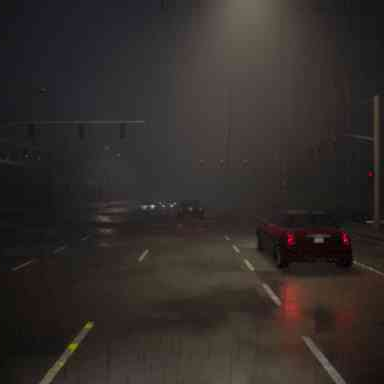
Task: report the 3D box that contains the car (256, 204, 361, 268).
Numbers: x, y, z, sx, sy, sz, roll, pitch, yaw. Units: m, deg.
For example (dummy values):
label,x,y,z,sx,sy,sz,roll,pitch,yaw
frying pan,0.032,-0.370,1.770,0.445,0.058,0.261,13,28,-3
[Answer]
label,x,y,z,sx,sy,sz,roll,pitch,yaw
car,3.584,1.377,11.495,2.097,1.767,4.553,0,0,0

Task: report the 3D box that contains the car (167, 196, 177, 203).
label,x,y,z,sx,sy,sz,roll,pitch,yaw
car,-4.581,1.684,78.079,2.128,1.511,4.902,0,0,-1

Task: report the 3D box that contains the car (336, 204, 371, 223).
label,x,y,z,sx,sy,sz,roll,pitch,yaw
car,11.314,1.618,25.296,4.181,1.385,1.994,0,0,-8

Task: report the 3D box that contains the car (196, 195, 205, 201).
label,x,y,z,sx,sy,sz,roll,pitch,yaw
car,2.259,1.641,89.644,2.033,1.411,5.357,0,0,-1

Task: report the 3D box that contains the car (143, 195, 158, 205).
label,x,y,z,sx,sy,sz,roll,pitch,yaw
car,-7.869,1.734,61.621,1.895,1.301,4.718,0,0,0

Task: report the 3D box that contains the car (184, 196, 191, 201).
label,x,y,z,sx,sy,sz,roll,pitch,yaw
car,-1.242,1.697,89.627,1.895,1.301,4.718,0,0,-1

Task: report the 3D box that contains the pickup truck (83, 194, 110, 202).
label,x,y,z,sx,sy,sz,roll,pitch,yaw
pickup truck,-21.147,1.220,73.963,2.390,2.098,6.274,0,0,30

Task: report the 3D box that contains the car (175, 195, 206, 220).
label,x,y,z,sx,sy,sz,roll,pitch,yaw
car,-0.170,1.414,28.783,2.097,1.767,4.553,0,0,-1

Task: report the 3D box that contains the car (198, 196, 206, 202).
label,x,y,z,sx,sy,sz,roll,pitch,yaw
car,2.401,1.689,79.425,1.812,1.442,4.674,0,0,-1

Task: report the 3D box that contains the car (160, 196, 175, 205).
label,x,y,z,sx,sy,sz,roll,pitch,yaw
car,-4.375,1.659,61.744,1.812,1.442,4.674,0,0,0

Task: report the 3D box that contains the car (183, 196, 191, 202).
label,x,y,z,sx,sy,sz,roll,pitch,yaw
car,-1.099,1.642,79.348,1.882,1.535,5.008,0,0,-1

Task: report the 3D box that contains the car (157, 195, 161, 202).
label,x,y,z,sx,sy,sz,roll,pitch,yaw
car,-8.081,1.516,78.021,2.097,1.767,4.553,0,0,-1
